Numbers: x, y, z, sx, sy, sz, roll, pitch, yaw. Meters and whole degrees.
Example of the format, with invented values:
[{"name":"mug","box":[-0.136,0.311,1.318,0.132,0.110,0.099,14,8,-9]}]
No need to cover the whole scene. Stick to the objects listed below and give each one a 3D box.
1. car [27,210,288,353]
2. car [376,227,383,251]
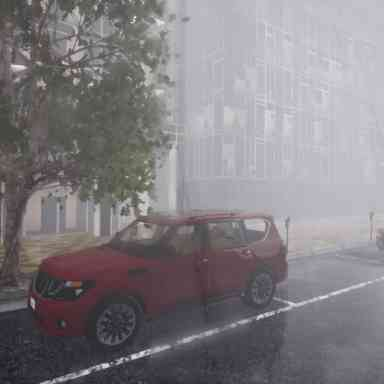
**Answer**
[{"name":"car","box":[-0.291,1.316,6.344,5.009,1.841,2.192,0,1,-36]},{"name":"car","box":[8.905,1.547,12.935,4.507,1.381,1.887,0,1,-36]}]
